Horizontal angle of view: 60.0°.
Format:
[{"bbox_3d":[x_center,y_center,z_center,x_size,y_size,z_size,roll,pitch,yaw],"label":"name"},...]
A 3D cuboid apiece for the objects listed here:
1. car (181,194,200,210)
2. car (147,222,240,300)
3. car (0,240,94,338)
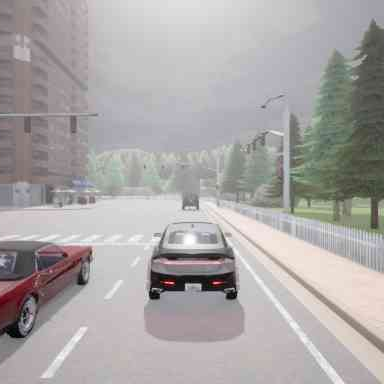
[{"bbox_3d":[-0.187,1.221,43.778,2.150,2.045,5.566,0,0,-1],"label":"car"},{"bbox_3d":[0.022,1.492,8.378,2.128,1.511,4.902,0,0,0],"label":"car"},{"bbox_3d":[-3.451,1.601,6.529,1.895,1.301,4.718,0,0,0],"label":"car"}]
